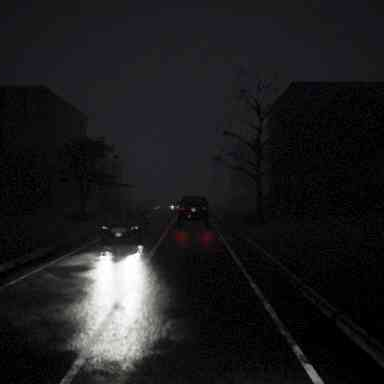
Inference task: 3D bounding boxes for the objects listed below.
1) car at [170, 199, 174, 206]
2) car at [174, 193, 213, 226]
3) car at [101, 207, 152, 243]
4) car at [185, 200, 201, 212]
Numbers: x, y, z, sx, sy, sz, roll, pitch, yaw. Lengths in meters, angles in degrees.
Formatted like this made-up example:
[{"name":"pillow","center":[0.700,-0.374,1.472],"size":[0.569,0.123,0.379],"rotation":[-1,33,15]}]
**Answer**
[{"name":"car","center":[-3.001,2.001,63.718],"size":[1.994,1.385,4.181],"rotation":[0,-1,0]},{"name":"car","center":[0.102,1.289,24.142],"size":[2.150,2.045,5.566],"rotation":[0,-1,0]},{"name":"car","center":[-3.100,1.540,16.463],"size":[2.128,1.511,4.902],"rotation":[0,0,0]},{"name":"car","center":[0.102,1.725,41.857],"size":[1.895,1.301,4.718],"rotation":[0,0,0]}]
